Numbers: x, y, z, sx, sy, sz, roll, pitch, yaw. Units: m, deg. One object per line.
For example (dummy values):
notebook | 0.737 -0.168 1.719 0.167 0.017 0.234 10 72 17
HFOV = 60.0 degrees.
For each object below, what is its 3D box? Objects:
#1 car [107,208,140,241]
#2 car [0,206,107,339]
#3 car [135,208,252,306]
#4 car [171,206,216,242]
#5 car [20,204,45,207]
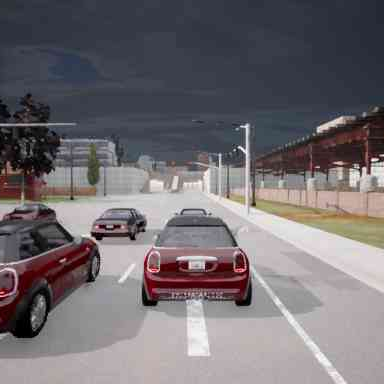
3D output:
car | -3.431 1.488 16.420 2.033 1.411 5.357 0 0 0
car | -3.410 1.341 6.744 2.097 1.767 4.553 0 0 0
car | 0.085 1.337 8.159 2.097 1.767 4.553 0 0 0
car | 0.070 1.506 16.719 1.994 1.385 4.181 0 0 0
car | -10.540 1.497 21.857 1.994 1.385 4.181 0 1 0
